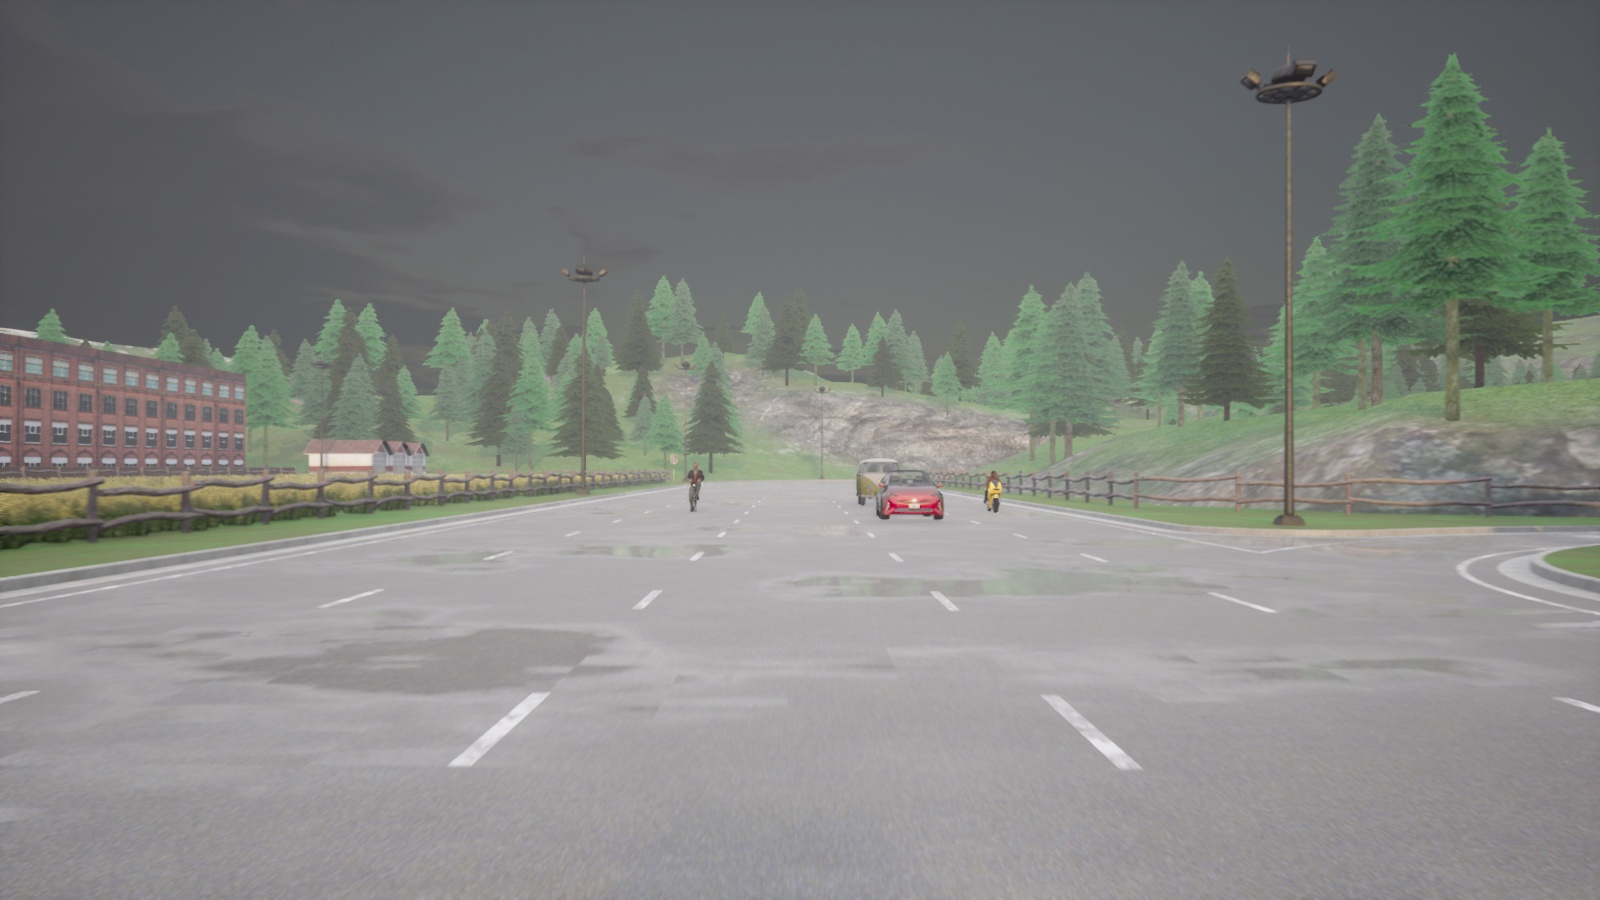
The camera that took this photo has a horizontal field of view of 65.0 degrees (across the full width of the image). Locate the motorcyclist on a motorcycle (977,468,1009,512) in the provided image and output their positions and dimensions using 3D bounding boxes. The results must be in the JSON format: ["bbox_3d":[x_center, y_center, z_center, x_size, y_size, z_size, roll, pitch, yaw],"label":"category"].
[{"bbox_3d":[6.892,1.414,44.948,0.797,1.523,2.044,0,-1,0],"label":"motorcyclist on a motorcycle"}]

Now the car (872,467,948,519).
[{"bbox_3d":[3.405,1.317,39.716,2.007,1.525,4.514,0,-1,0],"label":"car"}]

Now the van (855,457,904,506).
[{"bbox_3d":[3.371,1.330,53.982,1.775,1.987,4.442,0,-1,0],"label":"van"}]
